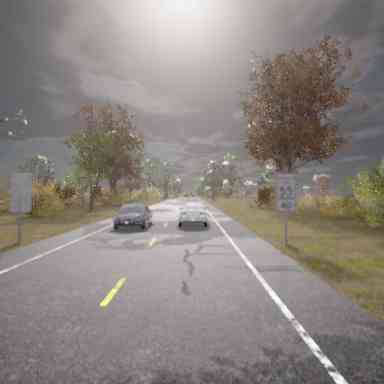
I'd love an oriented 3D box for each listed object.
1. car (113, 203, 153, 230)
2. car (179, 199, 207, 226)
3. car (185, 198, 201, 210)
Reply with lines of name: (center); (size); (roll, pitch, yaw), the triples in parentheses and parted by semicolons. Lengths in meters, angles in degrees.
car: (-3.567, 1.446, 20.655); (1.837, 1.490, 4.892); (0, 0, 0)
car: (0.075, 1.462, 22.848); (1.812, 1.442, 4.674); (0, 0, 0)
car: (0.105, 1.521, 42.737); (1.895, 1.301, 4.718); (0, 0, 0)
